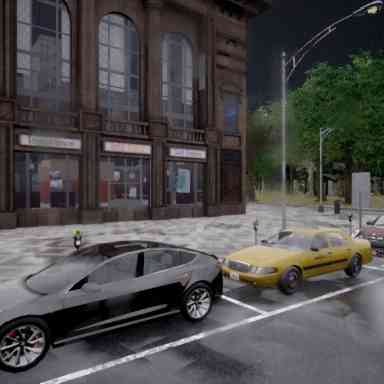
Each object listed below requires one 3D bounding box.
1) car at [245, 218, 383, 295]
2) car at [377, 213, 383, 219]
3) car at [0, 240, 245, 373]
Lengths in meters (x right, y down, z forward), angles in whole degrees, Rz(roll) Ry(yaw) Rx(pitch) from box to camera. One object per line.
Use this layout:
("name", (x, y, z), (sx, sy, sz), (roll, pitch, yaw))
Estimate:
("car", (2.891, 1.526, 8.715), (4.829, 1.417, 1.752), (0, 0, -36))
("car", (7.453, 1.441, 11.974), (4.097, 1.590, 1.967), (0, 0, -36))
("car", (-1.396, 1.566, 5.653), (4.313, 1.339, 1.947), (0, 0, -36))
